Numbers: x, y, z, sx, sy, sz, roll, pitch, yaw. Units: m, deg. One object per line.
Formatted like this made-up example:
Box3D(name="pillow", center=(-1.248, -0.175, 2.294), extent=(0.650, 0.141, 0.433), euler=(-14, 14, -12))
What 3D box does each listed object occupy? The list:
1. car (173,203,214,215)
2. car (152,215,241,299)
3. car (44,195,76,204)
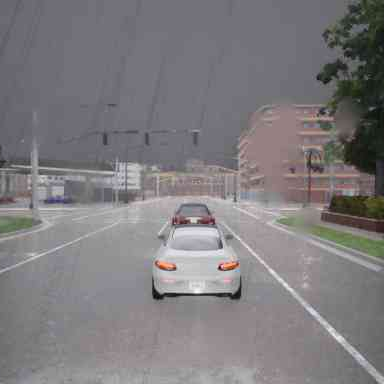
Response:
Box3D(name="car", center=(0.079, 1.352, 17.299), extent=(2.097, 1.767, 4.553), euler=(0, 0, 0))
Box3D(name="car", center=(0.094, 1.526, 8.306), extent=(1.812, 1.442, 4.674), euler=(0, 0, 0))
Box3D(name="car", center=(-23.388, 1.295, 58.028), extent=(4.611, 1.667, 2.242), euler=(0, 0, 1))
